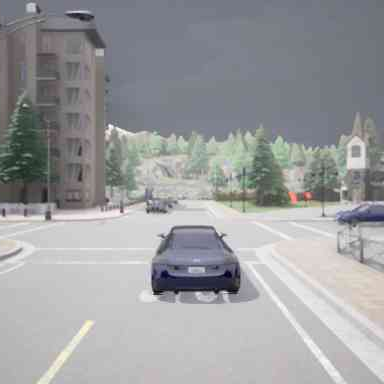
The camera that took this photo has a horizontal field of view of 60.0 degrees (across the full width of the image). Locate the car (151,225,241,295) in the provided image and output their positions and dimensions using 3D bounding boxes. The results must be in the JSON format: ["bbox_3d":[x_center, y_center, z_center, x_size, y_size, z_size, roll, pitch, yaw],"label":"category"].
[{"bbox_3d":[0.021,1.555,8.780,1.994,1.385,4.181,0,0,-2],"label":"car"}]

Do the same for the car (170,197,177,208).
[{"bbox_3d":[-3.570,1.498,45.459,2.033,1.411,5.357,0,0,0],"label":"car"}]

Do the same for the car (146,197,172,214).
[{"bbox_3d":[-3.565,1.526,34.612,1.994,1.385,4.181,0,0,1],"label":"car"}]

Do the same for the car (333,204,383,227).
[{"bbox_3d":[11.907,1.517,22.190,4.674,1.442,1.812,0,0,-1],"label":"car"}]
